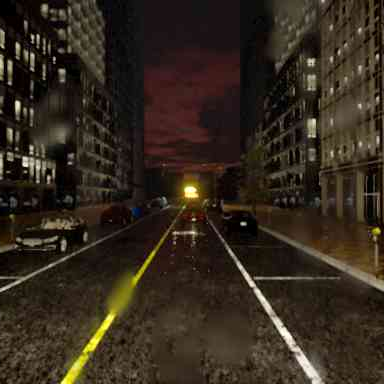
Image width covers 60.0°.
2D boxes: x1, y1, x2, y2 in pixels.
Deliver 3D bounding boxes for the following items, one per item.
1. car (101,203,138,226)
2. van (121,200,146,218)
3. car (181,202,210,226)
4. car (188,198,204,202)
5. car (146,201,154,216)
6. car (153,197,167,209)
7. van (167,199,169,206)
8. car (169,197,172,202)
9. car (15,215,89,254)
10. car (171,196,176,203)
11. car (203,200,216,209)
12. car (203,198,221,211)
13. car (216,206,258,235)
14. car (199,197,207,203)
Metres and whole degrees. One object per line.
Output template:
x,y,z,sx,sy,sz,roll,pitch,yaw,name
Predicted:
-5.654,1.758,25.348,1.887,1.381,4.507,0,0,0,car
-5.646,1.601,31.042,1.690,1.788,3.998,0,0,0,van
0.133,1.737,25.005,1.812,1.442,4.674,0,-1,0,car
0.154,1.851,41.632,1.837,1.490,4.892,0,0,0,car
-5.639,1.888,36.732,1.802,1.307,4.206,0,0,0,car
-5.616,1.883,53.808,1.967,1.590,4.097,0,0,0,car
-5.608,1.828,59.502,1.690,1.788,3.998,0,0,0,van
-5.602,2.098,65.192,1.947,1.339,4.313,0,0,0,car
-5.669,1.670,13.964,2.008,1.369,4.403,0,0,0,car
-5.573,2.233,87.789,1.752,1.417,4.829,0,0,0,car
2.763,2.025,53.782,1.802,1.307,4.206,0,0,0,car
2.750,1.793,42.399,1.967,1.590,4.097,0,0,0,car
2.719,1.732,19.632,1.947,1.339,4.313,0,0,0,car
2.808,2.149,87.933,1.967,1.590,4.097,0,0,0,car
